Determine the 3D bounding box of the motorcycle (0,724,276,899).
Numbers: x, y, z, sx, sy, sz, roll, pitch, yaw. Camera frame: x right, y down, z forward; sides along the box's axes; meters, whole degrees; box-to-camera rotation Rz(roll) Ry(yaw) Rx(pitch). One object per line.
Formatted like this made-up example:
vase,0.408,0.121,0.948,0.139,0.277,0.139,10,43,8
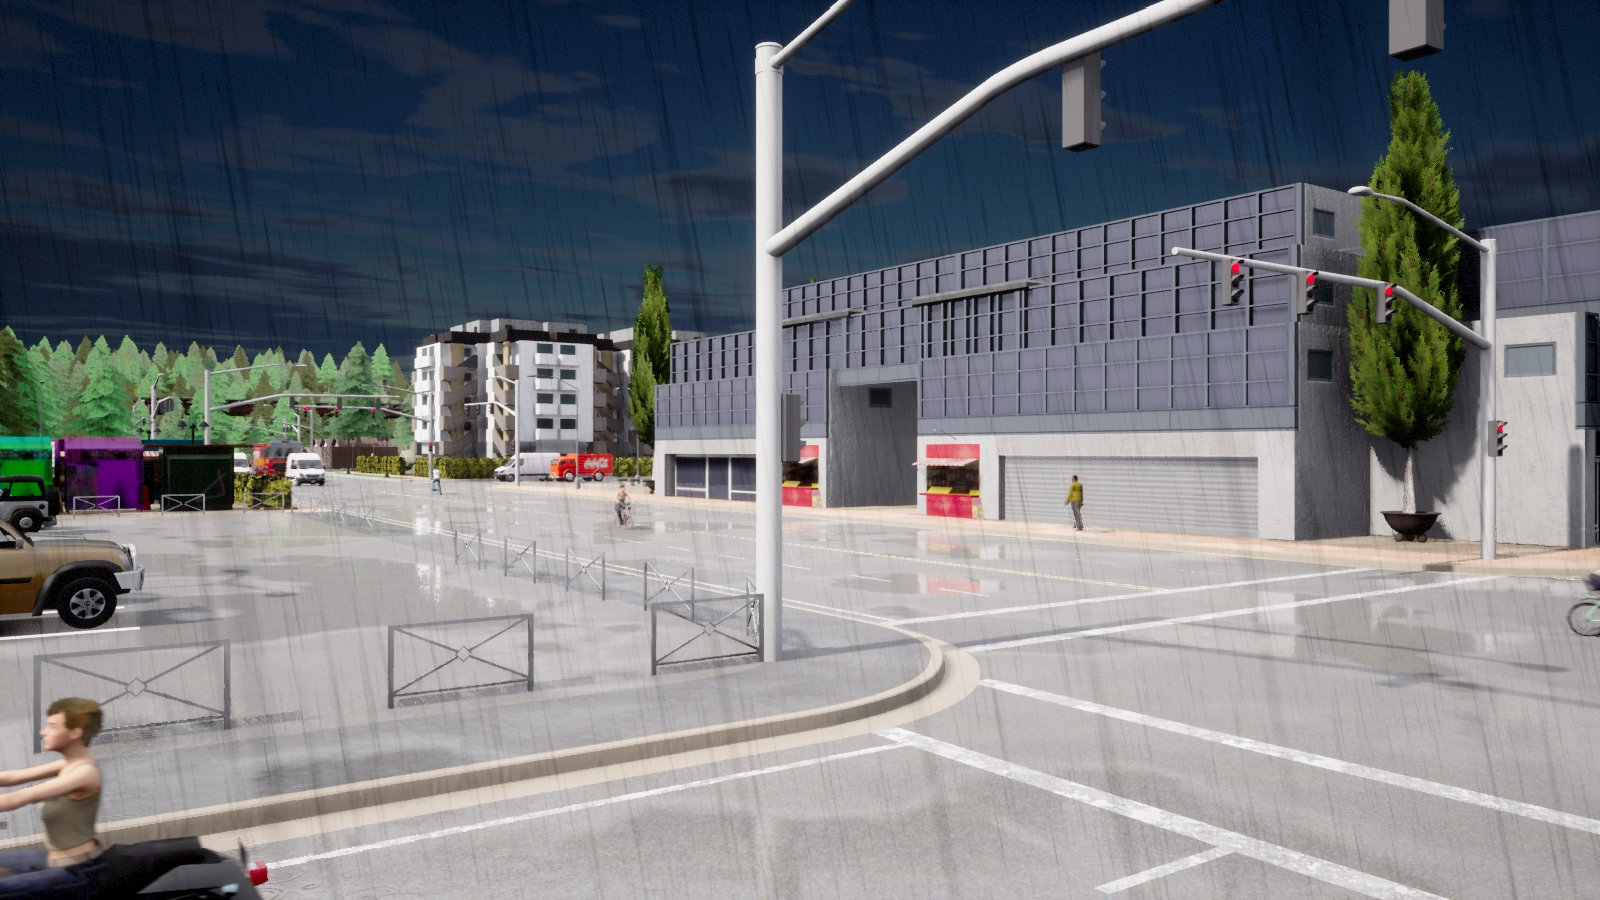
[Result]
motorcycle,-3.758,2.155,5.257,2.356,1.307,0.764,0,0,-35

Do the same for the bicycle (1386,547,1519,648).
bicycle,9.704,2.158,17.025,0.859,1.276,1.487,0,0,-33

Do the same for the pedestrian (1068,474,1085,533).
pedestrian,8.870,1.696,36.602,0.375,1.860,0.375,0,0,-28
